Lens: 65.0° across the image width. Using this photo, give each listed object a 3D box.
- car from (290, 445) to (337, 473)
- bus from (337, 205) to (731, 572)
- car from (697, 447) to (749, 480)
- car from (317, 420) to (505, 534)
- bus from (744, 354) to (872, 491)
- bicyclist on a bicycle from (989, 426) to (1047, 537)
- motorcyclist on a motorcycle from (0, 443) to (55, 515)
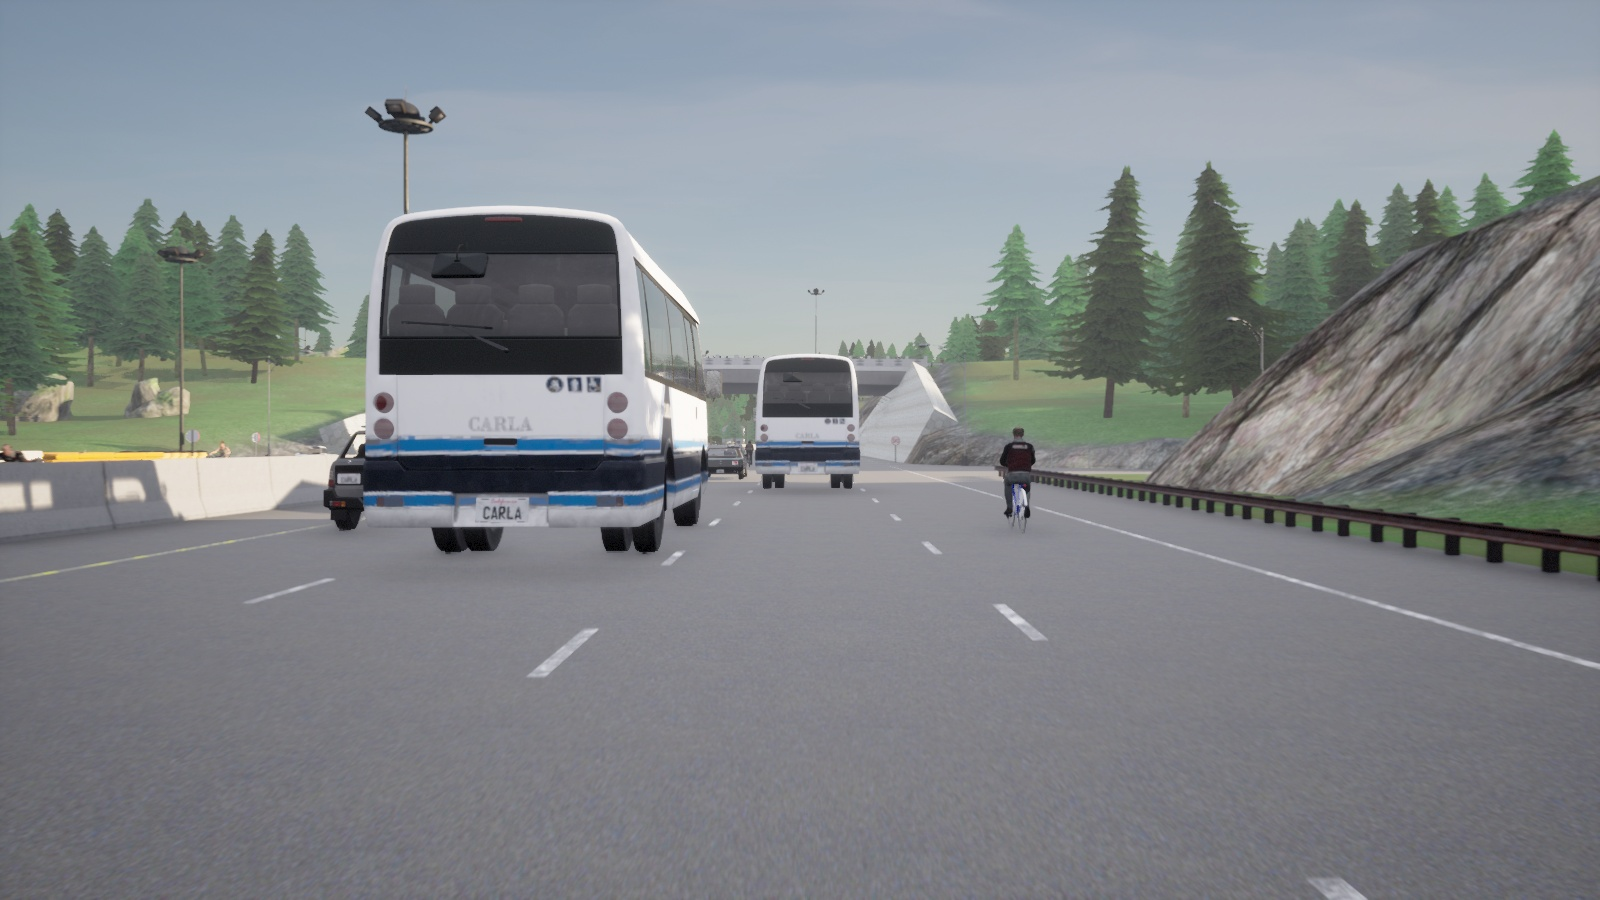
[{"bbox_3d":[-24.130,0.431,62.363,1.481,1.376,2.207,0,0,0],"label":"car"},{"bbox_3d":[-3.372,-0.744,19.689,3.944,4.253,10.273,0,0,0],"label":"bus"},{"bbox_3d":[-3.185,0.548,52.686,1.895,1.301,4.718,0,0,0],"label":"car"},{"bbox_3d":[-6.856,0.430,22.679,1.932,1.855,4.605,0,0,0],"label":"car"},{"bbox_3d":[0.267,-0.877,43.969,3.944,4.253,10.273,0,0,0],"label":"bus"},{"bbox_3d":[3.636,0.501,21.106,0.659,1.776,1.843,0,1,0],"label":"bicyclist on a bicycle"},{"bbox_3d":[-17.329,0.613,27.360,0.866,1.530,2.191,0,0,0],"label":"motorcyclist on a motorcycle"}]
